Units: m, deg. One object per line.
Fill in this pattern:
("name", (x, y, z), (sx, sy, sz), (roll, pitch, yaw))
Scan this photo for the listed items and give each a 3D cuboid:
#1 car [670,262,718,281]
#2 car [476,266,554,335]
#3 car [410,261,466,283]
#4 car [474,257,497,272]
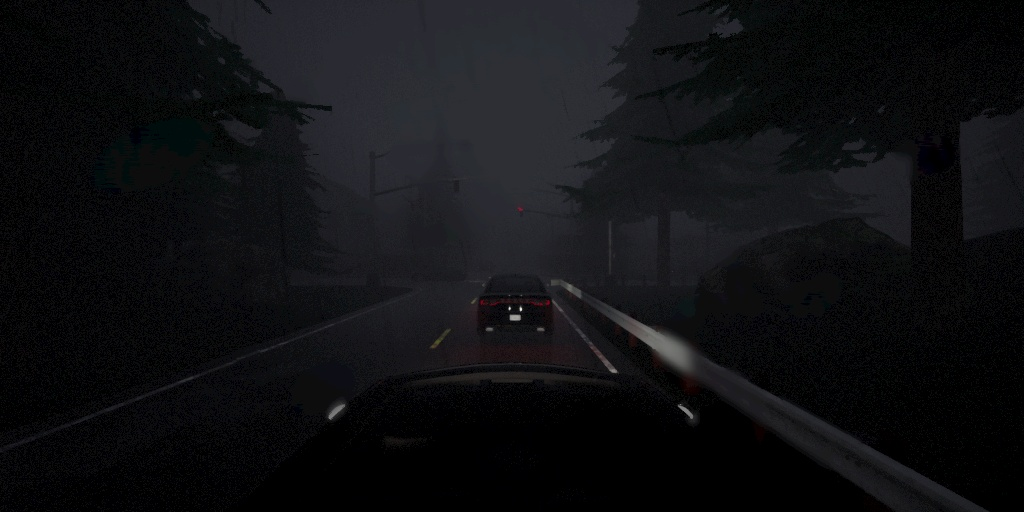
("car", (15.235, 1.226, 29.610), (4.902, 1.511, 2.128), (0, 0, 0))
("car", (0.103, 1.228, 10.494), (1.882, 1.535, 5.008), (0, 0, 1))
("car", (-5.593, 1.303, 27.273), (4.181, 1.385, 1.994), (0, 0, -18))
("car", (-3.352, 1.228, 45.124), (1.882, 1.535, 5.008), (0, 0, 0))
